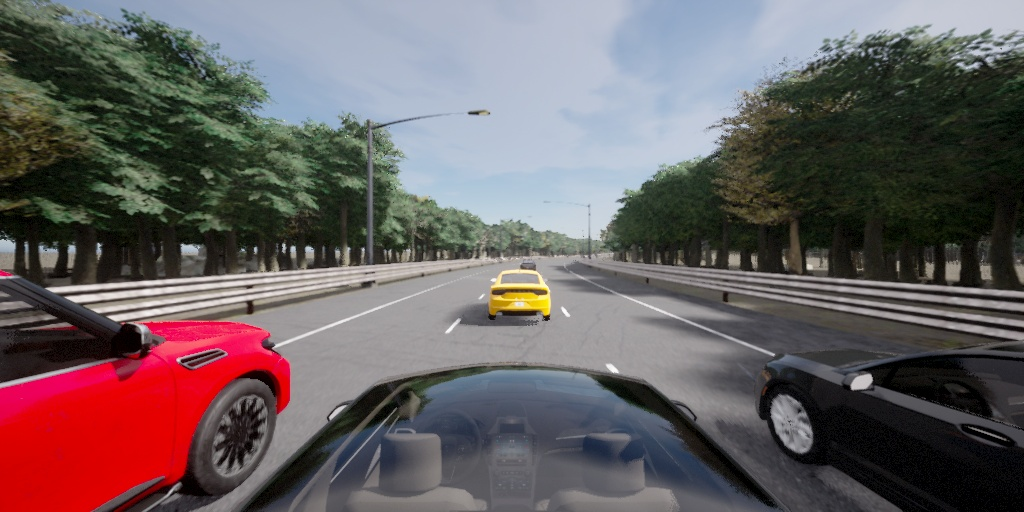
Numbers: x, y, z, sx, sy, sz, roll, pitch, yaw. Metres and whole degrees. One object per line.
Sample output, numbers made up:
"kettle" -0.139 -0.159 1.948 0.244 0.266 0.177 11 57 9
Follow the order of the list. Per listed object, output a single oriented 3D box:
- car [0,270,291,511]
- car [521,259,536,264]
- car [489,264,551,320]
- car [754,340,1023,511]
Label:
"car" -3.380 0.968 1.352 2.150 2.045 5.566 0 0 0
"car" 2.032 1.164 44.070 2.128 1.511 4.902 0 0 5
"car" 0.270 1.221 12.673 1.882 1.535 5.008 0 0 1
"car" 3.631 1.258 2.040 1.837 1.490 4.892 0 0 0
